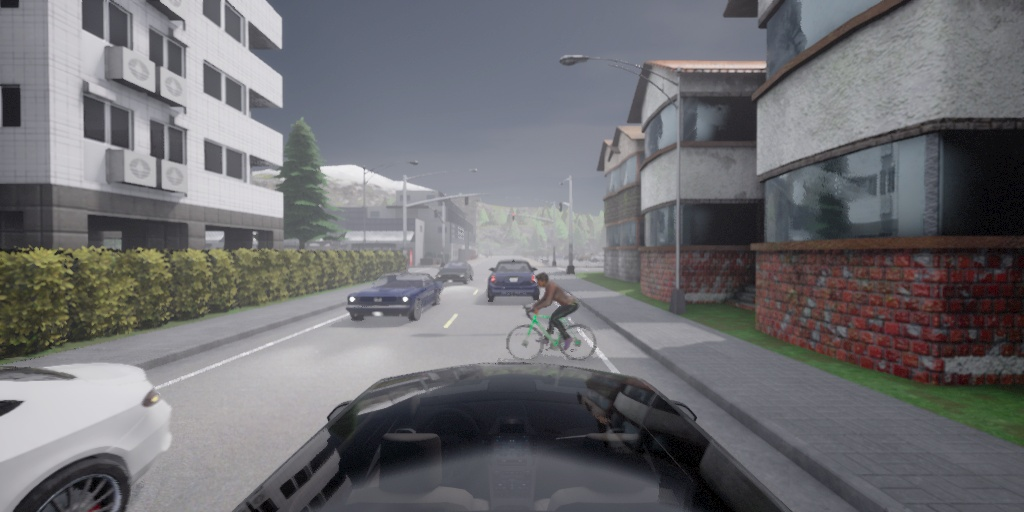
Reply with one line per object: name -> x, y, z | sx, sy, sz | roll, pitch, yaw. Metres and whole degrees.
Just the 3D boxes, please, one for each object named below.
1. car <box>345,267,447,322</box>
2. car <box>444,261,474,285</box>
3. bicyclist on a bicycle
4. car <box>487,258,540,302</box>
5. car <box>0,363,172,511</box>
car -> -3.620, 1.229, 11.876 | 1.895, 1.301, 4.718 | 0, 1, 0
car -> -3.583, 1.037, 23.520 | 2.033, 1.411, 5.357 | 0, 1, 0
bicyclist on a bicycle -> 0.718, 1.130, 6.540 | 1.656, 1.620, 0.582 | -1, 1, 0
car -> 0.055, 0.930, 16.058 | 2.097, 1.767, 4.553 | 0, 1, 0
car -> -3.590, 1.285, 0.916 | 1.812, 1.442, 4.674 | 0, 1, 0
